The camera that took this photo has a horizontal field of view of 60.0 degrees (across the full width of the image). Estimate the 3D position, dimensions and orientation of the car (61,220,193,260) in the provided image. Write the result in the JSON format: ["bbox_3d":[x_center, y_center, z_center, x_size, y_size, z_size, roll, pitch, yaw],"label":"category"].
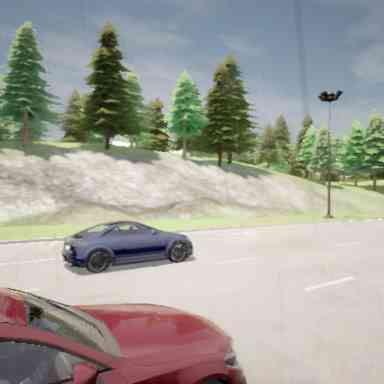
[{"bbox_3d":[-2.022,1.627,10.902,4.181,1.385,1.994,1,-1,-36],"label":"car"}]

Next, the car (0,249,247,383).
[{"bbox_3d":[-1.670,1.526,2.556,4.674,1.442,1.812,1,0,-35],"label":"car"}]
